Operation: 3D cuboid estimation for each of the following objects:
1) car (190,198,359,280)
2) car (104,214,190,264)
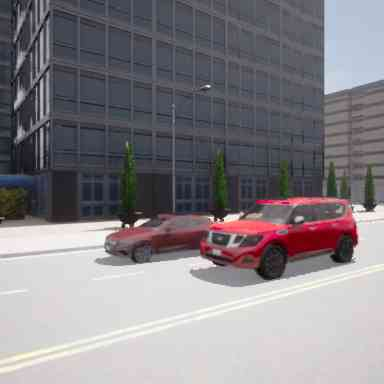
[{"bbox_3d":[2.908,1.221,10.284,5.566,2.045,2.150,0,0,-35],"label":"car"},{"bbox_3d":[-0.782,1.526,11.958,4.674,1.442,1.812,0,0,-35],"label":"car"}]
